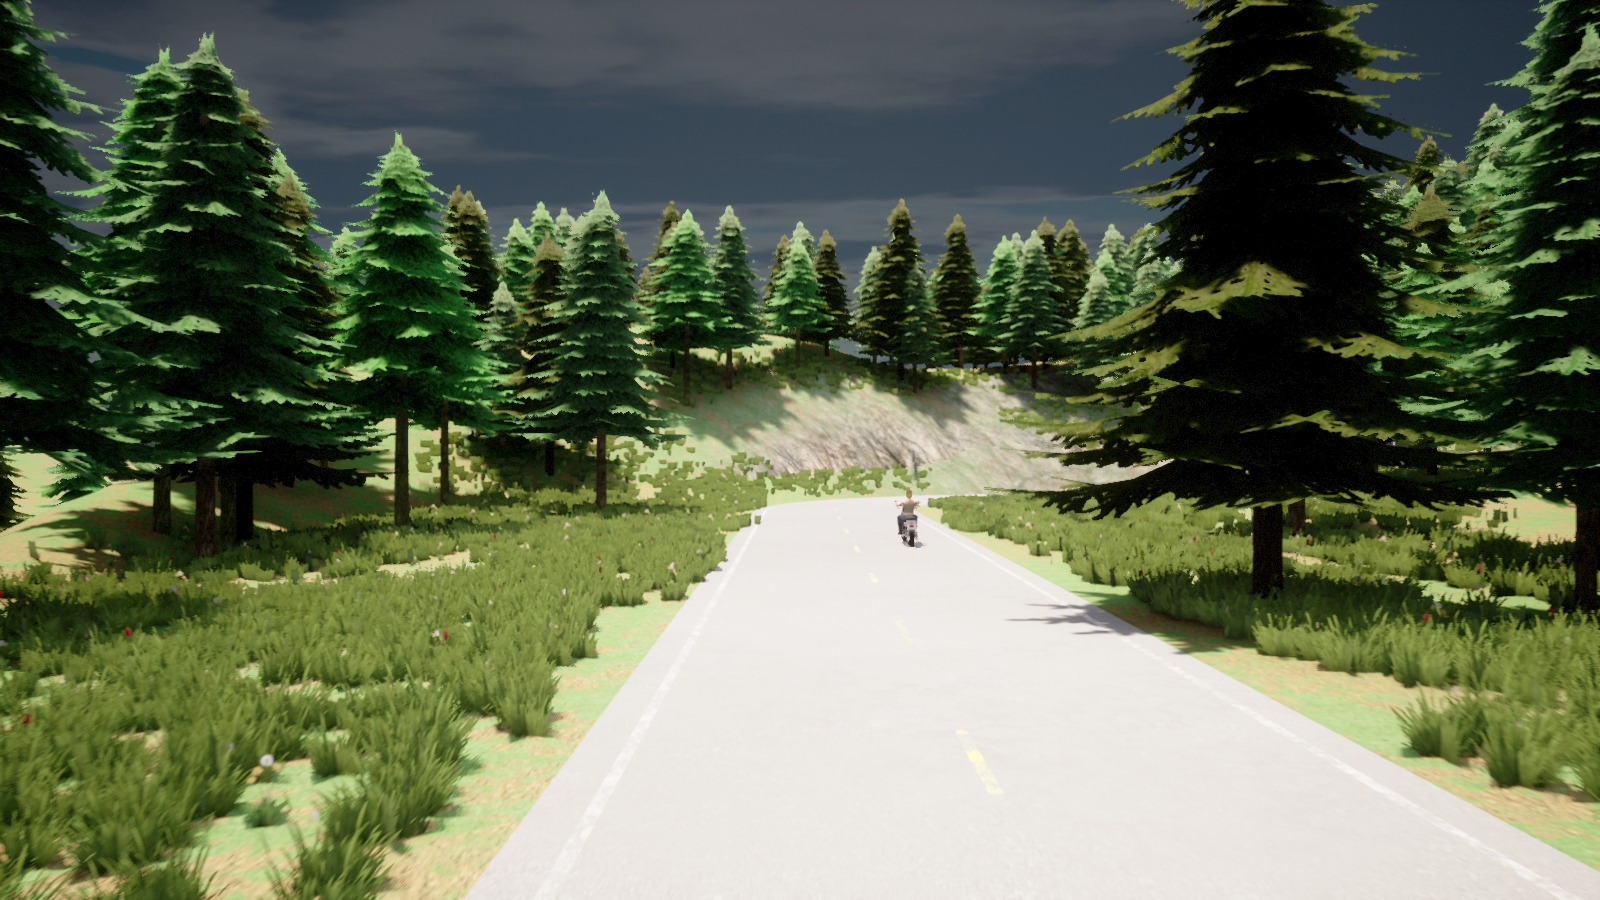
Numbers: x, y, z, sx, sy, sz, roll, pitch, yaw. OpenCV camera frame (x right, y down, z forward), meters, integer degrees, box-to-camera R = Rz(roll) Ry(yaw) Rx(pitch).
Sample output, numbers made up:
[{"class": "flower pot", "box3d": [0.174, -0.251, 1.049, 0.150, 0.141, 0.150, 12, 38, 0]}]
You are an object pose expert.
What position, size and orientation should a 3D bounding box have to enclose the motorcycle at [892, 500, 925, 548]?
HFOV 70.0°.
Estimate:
[{"class": "motorcycle", "box3d": [3.197, 2.166, 33.948, 0.764, 1.277, 2.356, 0, 0, 0]}]
